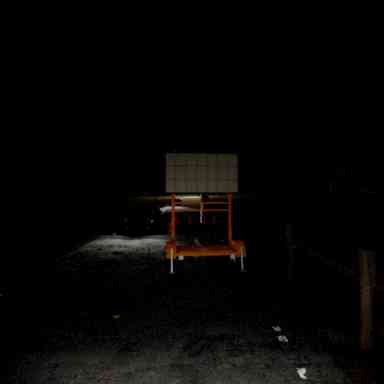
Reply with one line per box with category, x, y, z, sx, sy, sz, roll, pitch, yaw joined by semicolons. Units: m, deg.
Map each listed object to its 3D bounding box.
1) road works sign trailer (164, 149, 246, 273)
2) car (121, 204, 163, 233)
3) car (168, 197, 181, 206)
road works sign trailer;0.291;0.456;10.682;2.380;3.560;2.880;0;0;-6
car;-2.818;1.458;19.567;1.882;1.535;5.008;0;0;0
car;-2.667;1.498;51.188;1.895;1.301;4.718;0;0;0
